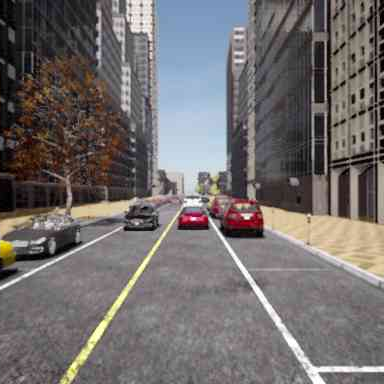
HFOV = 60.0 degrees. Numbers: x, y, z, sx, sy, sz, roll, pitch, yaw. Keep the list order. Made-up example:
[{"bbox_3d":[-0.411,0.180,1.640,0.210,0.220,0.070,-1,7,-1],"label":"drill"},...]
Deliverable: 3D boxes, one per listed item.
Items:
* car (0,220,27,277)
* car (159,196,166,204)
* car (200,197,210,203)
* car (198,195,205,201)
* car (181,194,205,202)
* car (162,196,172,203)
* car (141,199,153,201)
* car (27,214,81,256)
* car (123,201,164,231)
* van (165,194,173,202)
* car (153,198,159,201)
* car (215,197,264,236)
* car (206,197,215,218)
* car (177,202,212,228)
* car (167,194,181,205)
[{"bbox_3d":[-5.689,1.539,7.133,1.752,1.417,4.829,0,0,0],"label":"car"},{"bbox_3d":[-5.691,1.661,52.841,1.802,1.307,4.206,0,0,0],"label":"car"},{"bbox_3d":[2.689,1.660,69.907,1.947,1.339,4.313,0,0,0],"label":"car"},{"bbox_3d":[2.689,1.550,92.674,1.967,1.590,4.097,0,0,0],"label":"car"},{"bbox_3d":[0.095,1.287,40.309,2.150,2.045,5.566,0,0,0],"label":"car"},{"bbox_3d":[-5.692,1.644,75.611,1.887,1.381,4.507,0,0,0],"label":"car"},{"bbox_3d":[-5.690,1.610,35.765,2.008,1.369,4.403,0,0,0],"label":"car"},{"bbox_3d":[-5.689,1.575,12.996,2.008,1.369,4.403,0,0,0],"label":"car"},{"bbox_3d":[-3.102,1.542,21.149,1.837,1.490,4.892,0,0,0],"label":"car"},{"bbox_3d":[-5.691,1.444,81.304,1.690,1.788,3.998,0,0,0],"label":"van"},{"bbox_3d":[-5.691,1.632,41.458,1.947,1.339,4.313,0,0,0],"label":"car"},{"bbox_3d":[2.693,1.348,18.677,2.192,1.841,5.009,0,0,0],"label":"car"},{"bbox_3d":[2.692,1.366,30.062,2.192,1.841,5.009,0,0,0],"label":"car"},{"bbox_3d":[0.097,1.604,22.391,1.994,1.385,4.181,0,0,0],"label":"car"},{"bbox_3d":[-3.039,1.440,62.478,2.097,1.767,4.553,0,0,1],"label":"car"}]
